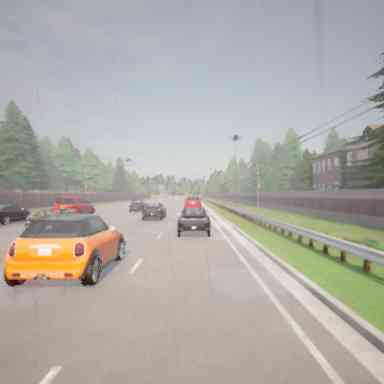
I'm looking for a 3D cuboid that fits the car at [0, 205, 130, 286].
[{"bbox_3d":[-3.398,1.417,9.802,2.097,1.767,4.553,0,0,0],"label":"car"}]

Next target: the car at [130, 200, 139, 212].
[{"bbox_3d":[-6.897,1.777,43.093,2.128,1.511,4.902,0,0,0],"label":"car"}]

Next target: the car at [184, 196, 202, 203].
[{"bbox_3d":[0.104,1.515,44.164,2.150,2.045,5.566,0,0,0],"label":"car"}]

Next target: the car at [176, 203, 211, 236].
[{"bbox_3d":[0.103,1.622,19.407,2.128,1.511,4.902,0,0,0],"label":"car"}]

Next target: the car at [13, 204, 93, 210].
[{"bbox_3d":[-6.937,1.609,17.479,2.128,1.511,4.902,0,0,0],"label":"car"}]

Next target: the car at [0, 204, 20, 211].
[{"bbox_3d":[-13.907,1.641,24.820,1.882,1.535,5.008,0,0,0],"label":"car"}]

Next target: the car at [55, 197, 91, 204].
[{"bbox_3d":[-10.398,1.418,29.599,2.150,2.045,5.566,0,0,0],"label":"car"}]

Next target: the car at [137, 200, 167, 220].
[{"bbox_3d":[-3.399,1.695,30.546,2.128,1.511,4.902,0,0,0],"label":"car"}]
